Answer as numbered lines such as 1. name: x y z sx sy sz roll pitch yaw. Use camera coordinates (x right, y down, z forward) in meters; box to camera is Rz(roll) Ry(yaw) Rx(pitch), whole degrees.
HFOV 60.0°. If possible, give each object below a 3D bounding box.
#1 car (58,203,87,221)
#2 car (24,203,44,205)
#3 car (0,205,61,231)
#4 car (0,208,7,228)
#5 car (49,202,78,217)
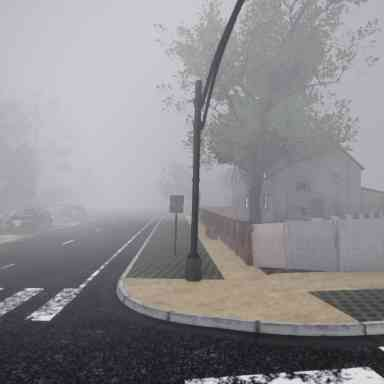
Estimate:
1. car: -12.666 2.106 35.216 2.097 1.767 4.553 2 -1 -3
2. car: -15.786 1.950 32.649 2.097 1.767 4.553 2 -1 -3
3. car: -12.154 2.020 25.327 2.128 1.511 4.902 2 -1 -3
4. car: -15.316 1.897 23.601 1.837 1.490 4.892 2 -1 -3
5. car: -16.268 2.173 42.326 2.097 1.767 4.553 2 -1 -3
